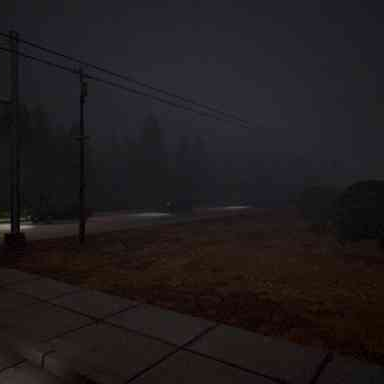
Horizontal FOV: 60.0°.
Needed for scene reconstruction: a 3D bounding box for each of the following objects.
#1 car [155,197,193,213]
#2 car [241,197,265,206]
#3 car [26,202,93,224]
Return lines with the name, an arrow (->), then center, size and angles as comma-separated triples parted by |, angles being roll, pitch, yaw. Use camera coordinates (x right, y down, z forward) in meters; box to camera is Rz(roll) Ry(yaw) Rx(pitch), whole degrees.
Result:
car -> -1.912, 1.289, 35.491 | 2.097, 1.767, 4.553 | 0, 0, 37
car -> 9.259, 1.438, 50.408 | 1.895, 1.301, 4.718 | 0, 0, 37
car -> -9.800, 1.513, 24.859 | 1.837, 1.490, 4.892 | 0, 0, 37
